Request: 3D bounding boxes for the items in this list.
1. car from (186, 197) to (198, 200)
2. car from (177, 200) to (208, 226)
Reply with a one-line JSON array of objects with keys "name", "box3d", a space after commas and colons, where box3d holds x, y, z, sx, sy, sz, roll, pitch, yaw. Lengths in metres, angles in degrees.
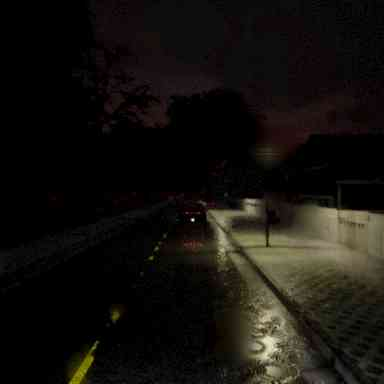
[{"name": "car", "box3d": [0.009, 1.409, 40.512, 2.097, 1.767, 4.553, 0, 0, 0]}, {"name": "car", "box3d": [0.047, 1.539, 23.530, 1.837, 1.490, 4.892, 0, 0, 0]}]
